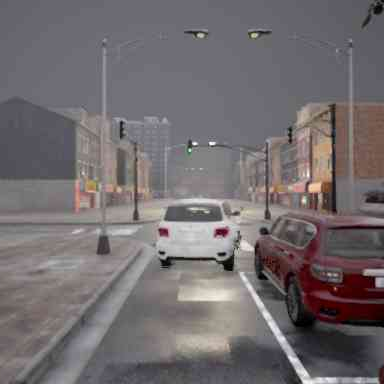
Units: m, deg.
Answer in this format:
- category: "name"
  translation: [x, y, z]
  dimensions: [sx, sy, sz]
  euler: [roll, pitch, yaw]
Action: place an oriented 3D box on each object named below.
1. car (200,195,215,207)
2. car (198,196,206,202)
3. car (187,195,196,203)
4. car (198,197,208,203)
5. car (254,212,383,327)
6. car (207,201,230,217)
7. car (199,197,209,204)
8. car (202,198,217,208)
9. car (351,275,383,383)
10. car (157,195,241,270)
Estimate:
- category: "car"
  translation: [2.565, 1.452, 55.118]
  dimensions: [2.192, 1.841, 5.009]
  euler: [1, 0, 0]
- category: "car"
  translation: [2.513, 1.851, 87.742]
  dimensions: [1.947, 1.339, 4.313]
  euler: [0, 0, 0]
- category: "car"
  translation: [-0.108, 1.570, 73.555]
  dimensions: [2.097, 1.767, 4.553]
  euler: [0, 0, 0]
- category: "car"
  translation: [2.530, 1.782, 76.867]
  dimensions: [2.008, 1.369, 4.403]
  euler: [0, 0, 0]
- category: "car"
  translation: [2.640, 1.324, 6.938]
  dimensions: [2.192, 1.841, 5.009]
  euler: [1, 0, 0]
- category: "car"
  translation: [2.597, 1.610, 33.368]
  dimensions: [1.887, 1.381, 4.507]
  euler: [1, 0, 0]
- category: "car"
  translation: [2.538, 1.787, 71.430]
  dimensions: [1.802, 1.307, 4.206]
  euler: [0, 0, 0]
- category: "car"
  translation: [2.572, 1.662, 49.680]
  dimensions: [1.887, 1.381, 4.507]
  euler: [1, 0, 0]
- category: "car"
  translation: [2.645, 1.584, 1.489]
  dimensions: [1.802, 1.307, 4.206]
  euler: [1, 0, 0]
- category: "car"
  translation: [0.424, 1.236, 11.336]
  dimensions: [2.150, 2.045, 5.566]
  euler: [0, 0, 10]
